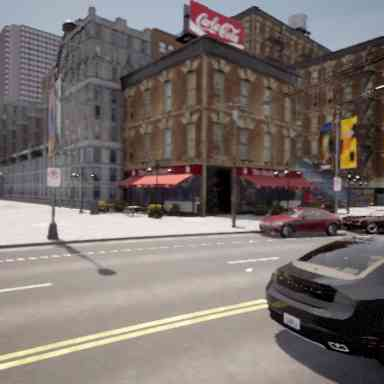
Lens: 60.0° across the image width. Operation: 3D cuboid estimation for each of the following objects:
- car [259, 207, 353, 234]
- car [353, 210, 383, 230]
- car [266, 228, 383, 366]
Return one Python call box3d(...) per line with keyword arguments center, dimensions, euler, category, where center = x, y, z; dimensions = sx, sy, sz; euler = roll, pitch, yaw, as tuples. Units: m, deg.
box3d(center=(5.847, 1.550, 17.737), dimensions=(4.674, 1.452, 2.002), euler=(1, 0, -21), category="car")
box3d(center=(11.298, 1.681, 19.501), dimensions=(4.718, 1.301, 1.895), euler=(1, 0, -11), category="car")
box3d(center=(3.527, 1.530, 5.590), dimensions=(4.892, 1.490, 1.837), euler=(1, 0, -26), category="car")
